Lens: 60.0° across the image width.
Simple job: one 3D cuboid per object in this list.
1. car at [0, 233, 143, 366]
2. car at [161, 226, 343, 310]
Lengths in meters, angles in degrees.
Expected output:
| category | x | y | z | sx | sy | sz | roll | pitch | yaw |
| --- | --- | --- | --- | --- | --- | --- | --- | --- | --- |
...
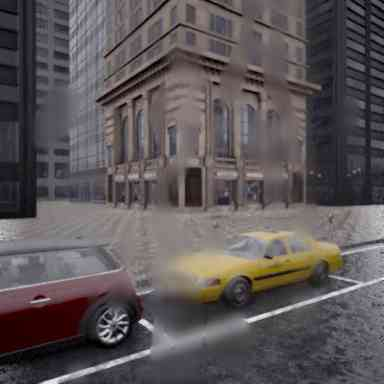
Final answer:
| category | x | y | z | sx | sy | sz | roll | pitch | yaw |
| --- | --- | --- | --- | --- | --- | --- | --- | --- | --- |
| car | -2.848 | 1.440 | 4.622 | 4.097 | 1.590 | 1.967 | 0 | 0 | -35 |
| car | 1.613 | 1.522 | 7.790 | 4.829 | 1.417 | 1.752 | 0 | 0 | -35 |
